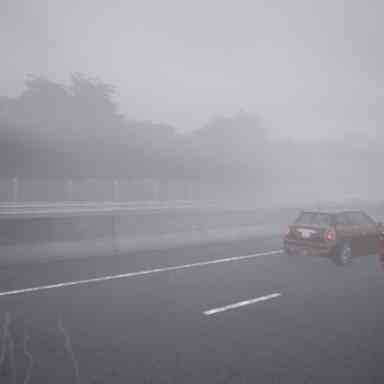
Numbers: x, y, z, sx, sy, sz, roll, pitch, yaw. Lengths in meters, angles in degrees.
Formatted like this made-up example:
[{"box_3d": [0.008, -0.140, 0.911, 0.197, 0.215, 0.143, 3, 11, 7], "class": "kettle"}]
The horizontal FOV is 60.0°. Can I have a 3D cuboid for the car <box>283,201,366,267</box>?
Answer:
[{"box_3d": [5.372, 1.372, 11.799, 4.553, 1.767, 2.097, 0, 0, -35], "class": "car"}]

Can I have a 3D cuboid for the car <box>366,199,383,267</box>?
[{"box_3d": [7.191, 1.242, 8.801, 5.566, 2.045, 2.150, 0, 0, -35], "class": "car"}]

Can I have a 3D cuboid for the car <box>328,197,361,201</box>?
[{"box_3d": [18.066, 1.289, 37.631, 5.008, 1.535, 1.882, -1, 1, -33], "class": "car"}]

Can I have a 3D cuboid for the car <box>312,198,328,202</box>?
[{"box_3d": [15.405, 1.423, 40.069, 4.718, 1.301, 1.895, -1, 1, -34], "class": "car"}]

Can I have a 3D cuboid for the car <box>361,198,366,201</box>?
[{"box_3d": [20.044, 1.377, 34.743, 4.181, 1.385, 1.994, -1, 1, -34], "class": "car"}]
